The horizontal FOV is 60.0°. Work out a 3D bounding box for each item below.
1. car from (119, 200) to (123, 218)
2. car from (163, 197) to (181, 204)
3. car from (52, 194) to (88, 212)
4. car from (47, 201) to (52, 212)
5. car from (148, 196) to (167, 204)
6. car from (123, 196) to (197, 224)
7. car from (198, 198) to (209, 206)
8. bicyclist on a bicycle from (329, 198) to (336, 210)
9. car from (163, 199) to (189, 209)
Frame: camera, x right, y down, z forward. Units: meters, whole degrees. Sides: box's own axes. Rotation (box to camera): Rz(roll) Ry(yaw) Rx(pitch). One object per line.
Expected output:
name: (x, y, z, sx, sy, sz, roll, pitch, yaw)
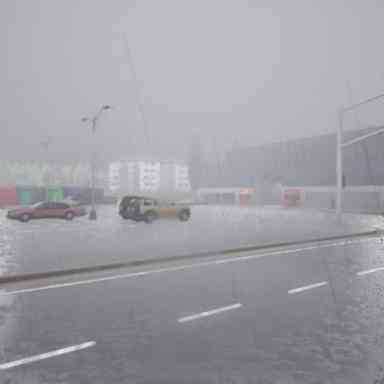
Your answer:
car: (-3.851, 1.246, 26.234, 3.866, 1.878, 1.905, 1, 0, -35)
car: (-4.370, 1.724, 71.520, 1.812, 1.442, 4.674, 1, 0, -34)
car: (-15.223, 1.245, 42.227, 3.866, 1.878, 1.905, 1, 0, -35)
car: (-16.888, 1.484, 44.595, 3.806, 1.475, 1.970, 1, 0, -35)
car: (-7.276, 1.651, 69.570, 1.882, 1.535, 5.008, 1, 0, -34)
car: (-2.223, 1.242, 23.841, 4.605, 1.855, 1.932, 1, 0, -35)
car: (1.159, 1.828, 63.372, 2.033, 1.411, 5.357, 1, 0, -33)
bicyclist on a bicycle: (18.888, 1.612, 44.699, 1.656, 1.620, 0.582, 0, 0, -34)
car: (-2.496, 1.763, 49.711, 1.994, 1.385, 4.181, 1, 0, -34)
